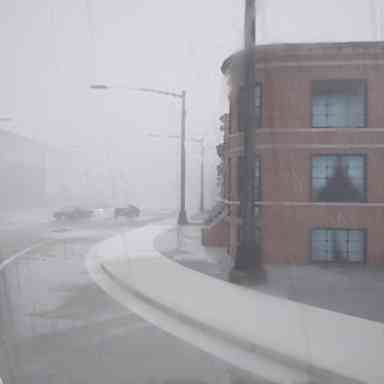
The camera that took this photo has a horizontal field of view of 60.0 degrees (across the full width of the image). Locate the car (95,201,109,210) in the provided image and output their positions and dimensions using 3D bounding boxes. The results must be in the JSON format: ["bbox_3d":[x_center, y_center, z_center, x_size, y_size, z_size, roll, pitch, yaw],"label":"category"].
[{"bbox_3d":[-15.498,2.308,57.012,1.994,1.385,4.181,1,-1,6],"label":"car"}]

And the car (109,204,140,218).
[{"bbox_3d":[-6.972,2.016,35.705,1.812,1.442,4.674,1,-1,6],"label":"car"}]

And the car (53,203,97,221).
[{"bbox_3d":[-10.968,1.975,31.043,1.895,1.301,4.718,1,-1,6],"label":"car"}]

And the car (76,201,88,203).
[{"bbox_3d":[-18.980,2.276,57.361,1.994,1.385,4.181,1,-1,6],"label":"car"}]
